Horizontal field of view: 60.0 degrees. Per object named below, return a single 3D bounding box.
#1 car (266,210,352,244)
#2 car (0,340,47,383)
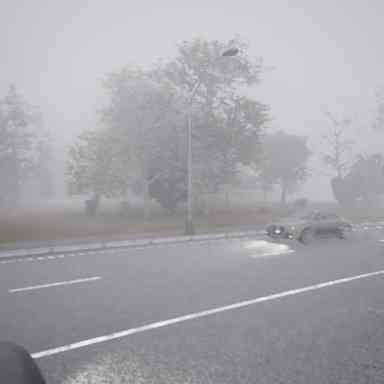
[{"bbox_3d":[5.479,1.531,15.492,4.181,1.385,1.994,0,0,-30],"label":"car"},{"bbox_3d":[-2.834,1.550,1.591,4.181,1.385,1.994,0,0,-36],"label":"car"}]
